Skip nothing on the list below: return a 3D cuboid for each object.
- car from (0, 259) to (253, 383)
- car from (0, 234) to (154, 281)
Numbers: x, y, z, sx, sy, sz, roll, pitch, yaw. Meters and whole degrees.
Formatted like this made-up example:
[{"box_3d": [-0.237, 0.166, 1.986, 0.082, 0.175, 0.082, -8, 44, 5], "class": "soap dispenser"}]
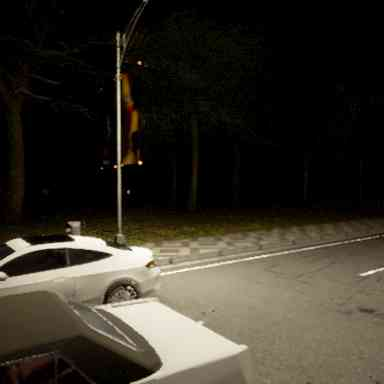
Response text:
[{"box_3d": [-1.865, 1.603, 2.354, 4.718, 1.301, 1.895, -1, 0, -35], "class": "car"}, {"box_3d": [-2.766, 1.519, 5.705, 4.674, 1.442, 1.812, -1, 0, -35], "class": "car"}]
